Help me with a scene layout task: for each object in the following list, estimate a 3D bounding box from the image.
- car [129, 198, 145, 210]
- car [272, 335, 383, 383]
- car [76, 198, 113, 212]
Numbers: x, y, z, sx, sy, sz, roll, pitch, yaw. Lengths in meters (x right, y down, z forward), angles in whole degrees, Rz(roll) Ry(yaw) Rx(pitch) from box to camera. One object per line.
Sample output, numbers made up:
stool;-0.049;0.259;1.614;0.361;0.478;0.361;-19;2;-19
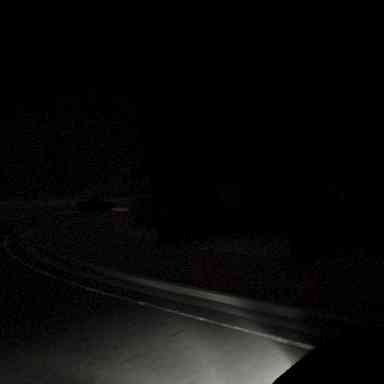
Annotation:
car;-5.881;1.477;42.740;1.882;1.535;5.008;0;0;36
car;2.832;1.548;1.217;2.033;1.411;5.357;0;0;-45
car;-11.551;1.477;39.893;1.882;1.535;5.008;0;0;28
